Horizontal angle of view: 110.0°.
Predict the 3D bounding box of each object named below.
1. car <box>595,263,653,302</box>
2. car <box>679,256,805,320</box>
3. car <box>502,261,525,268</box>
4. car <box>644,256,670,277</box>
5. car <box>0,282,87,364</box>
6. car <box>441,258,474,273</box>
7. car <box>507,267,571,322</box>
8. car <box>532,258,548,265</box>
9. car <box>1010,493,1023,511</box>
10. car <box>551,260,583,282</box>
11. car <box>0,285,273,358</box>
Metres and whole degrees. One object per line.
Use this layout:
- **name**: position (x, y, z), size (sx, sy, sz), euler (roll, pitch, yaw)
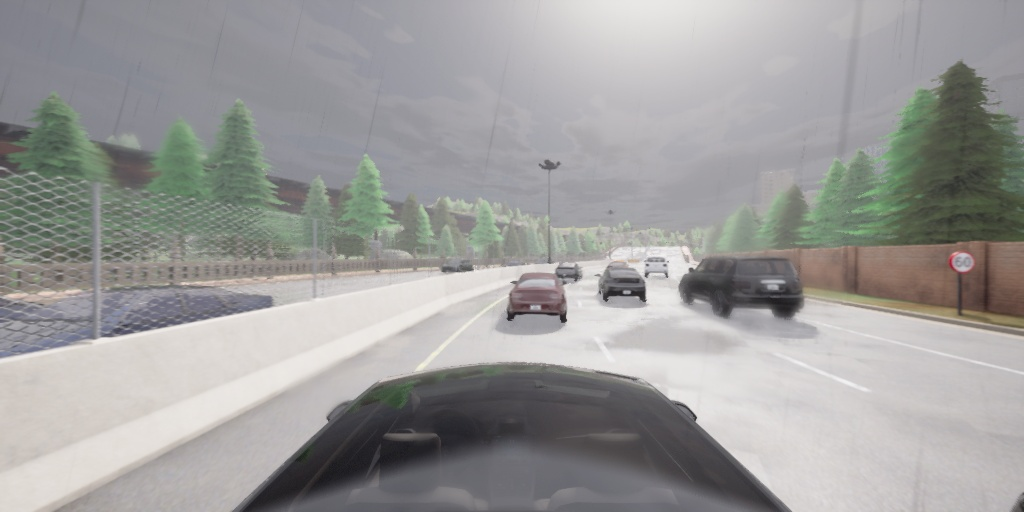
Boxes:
- **car**: position (5.244, 1.280, 17.443), size (1.837, 1.490, 4.892), euler (0, 0, 10)
- **car**: position (8.041, 1.011, 13.179), size (2.150, 2.045, 5.566), euler (0, 0, 8)
- **car**: position (0.305, 1.311, 47.728), size (1.994, 1.385, 4.181), euler (0, 0, 24)
- **car**: position (14.777, 1.043, 36.630), size (2.150, 2.045, 5.566), euler (0, 0, 23)
- **car**: position (-10.324, 1.261, 5.734), size (1.994, 1.385, 4.181), euler (0, 0, 3)
- **car**: position (-6.246, 1.066, 41.106), size (2.097, 1.767, 4.553), euler (0, 0, 22)
- **car**: position (0.918, 1.279, 12.326), size (1.812, 1.442, 4.674), euler (0, 0, 6)
- **car**: position (4.156, 1.118, 47.784), size (2.097, 1.767, 4.553), euler (0, 0, 24)
- **car**: position (3.708, 1.333, 0.159), size (1.994, 1.385, 4.181), euler (0, 0, -1)
- **car**: position (4.742, 1.263, 29.679), size (2.128, 1.511, 4.902), euler (0, 0, 17)
- **car**: position (-6.868, 1.262, 6.588), size (2.033, 1.411, 5.357), euler (0, 0, 3)
